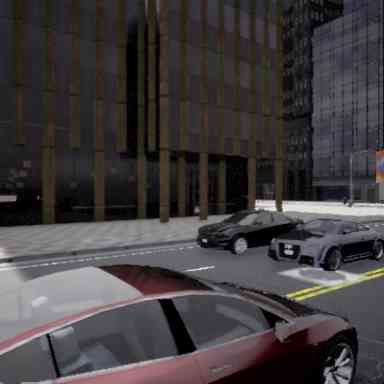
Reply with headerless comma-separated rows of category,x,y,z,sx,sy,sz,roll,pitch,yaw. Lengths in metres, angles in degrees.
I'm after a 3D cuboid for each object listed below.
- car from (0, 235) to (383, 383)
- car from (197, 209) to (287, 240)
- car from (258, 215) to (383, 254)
car,-0.304,1.505,3.345,4.792,1.488,2.163,0,0,-35
car,2.491,1.479,13.446,5.008,1.535,1.882,0,0,-35
car,4.439,1.566,10.842,4.181,1.385,1.994,0,0,-35
